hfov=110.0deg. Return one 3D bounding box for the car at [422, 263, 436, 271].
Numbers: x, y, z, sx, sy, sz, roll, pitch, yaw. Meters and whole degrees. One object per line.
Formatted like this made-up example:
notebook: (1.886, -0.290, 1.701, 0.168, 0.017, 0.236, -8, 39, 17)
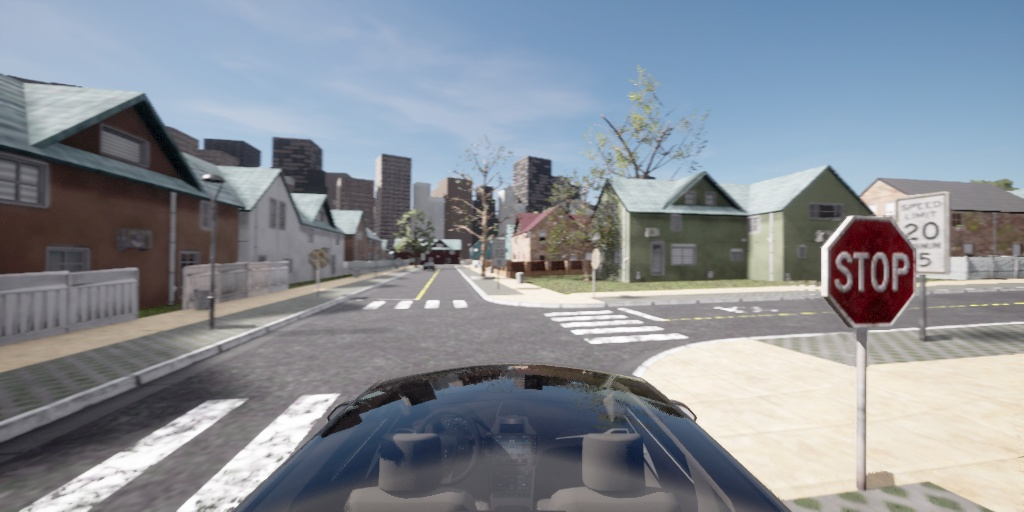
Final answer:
car: (-13.008, 1.703, 56.393, 1.895, 1.301, 4.718, 1, -1, -10)
